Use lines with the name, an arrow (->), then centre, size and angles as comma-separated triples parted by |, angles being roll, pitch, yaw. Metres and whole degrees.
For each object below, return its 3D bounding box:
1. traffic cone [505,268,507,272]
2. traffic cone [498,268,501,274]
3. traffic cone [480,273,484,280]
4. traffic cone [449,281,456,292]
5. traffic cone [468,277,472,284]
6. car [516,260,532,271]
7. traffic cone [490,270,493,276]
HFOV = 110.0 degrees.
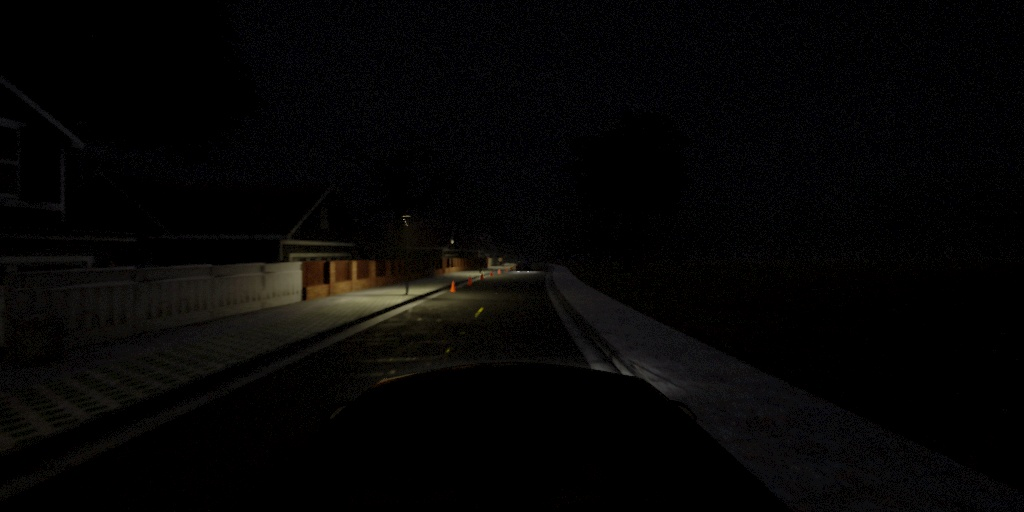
traffic cone -> -0.730, 1.681, 45.071 | 0.340, 0.580, 0.340 | 0, 0, 8
traffic cone -> -1.403, 1.679, 40.081 | 0.340, 0.580, 0.340 | 0, 0, 7
traffic cone -> -2.507, 1.683, 30.060 | 0.340, 0.580, 0.340 | 0, 0, 5
traffic cone -> -3.285, 1.688, 20.010 | 0.340, 0.580, 0.340 | 0, 0, 4
traffic cone -> -2.937, 1.685, 25.038 | 0.340, 0.580, 0.340 | 0, 0, 4
car -> 1.642, 1.262, 48.082 | 1.812, 1.442, 4.674 | 0, 0, 7
traffic cone -> -1.996, 1.681, 35.075 | 0.340, 0.580, 0.340 | 0, 0, 6
